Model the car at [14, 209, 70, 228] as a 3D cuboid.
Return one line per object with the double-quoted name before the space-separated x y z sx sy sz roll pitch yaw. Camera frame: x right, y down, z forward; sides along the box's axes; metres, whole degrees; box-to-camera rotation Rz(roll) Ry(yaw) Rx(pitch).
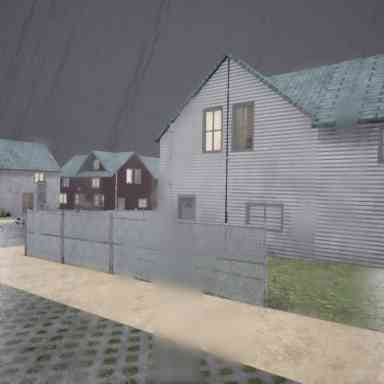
"car" -9.834 1.881 23.505 1.895 1.301 4.718 2 0 37
